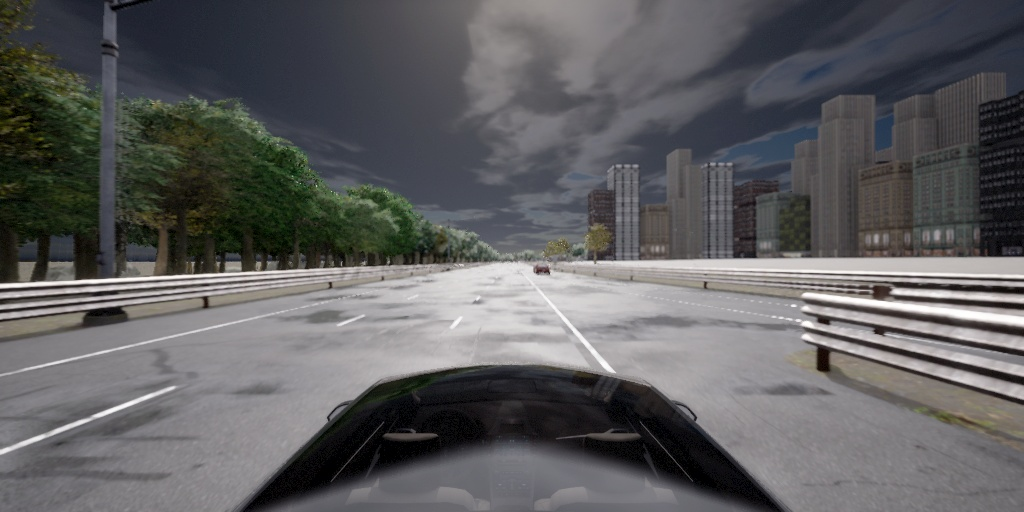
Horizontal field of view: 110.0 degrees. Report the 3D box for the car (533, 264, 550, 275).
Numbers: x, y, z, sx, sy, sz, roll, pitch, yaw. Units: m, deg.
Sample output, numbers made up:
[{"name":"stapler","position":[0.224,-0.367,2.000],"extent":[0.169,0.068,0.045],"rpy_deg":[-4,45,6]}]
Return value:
[{"name":"car","position":[4.239,1.882,52.199],"extent":[1.882,1.535,5.008],"rpy_deg":[0,-1,-4]}]
